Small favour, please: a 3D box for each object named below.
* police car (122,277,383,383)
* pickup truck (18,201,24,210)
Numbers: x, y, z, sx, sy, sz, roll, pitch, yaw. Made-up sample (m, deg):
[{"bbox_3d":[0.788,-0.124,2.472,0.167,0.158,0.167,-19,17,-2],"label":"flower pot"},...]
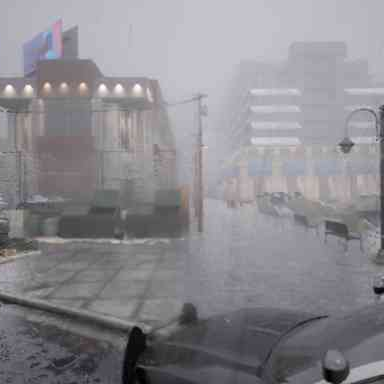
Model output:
[{"bbox_3d":[1.680,1.418,2.100,5.238,1.638,1.930,-1,0,36],"label":"police car"},{"bbox_3d":[-11.645,1.271,26.608,2.390,2.098,6.274,0,0,0],"label":"pickup truck"}]
